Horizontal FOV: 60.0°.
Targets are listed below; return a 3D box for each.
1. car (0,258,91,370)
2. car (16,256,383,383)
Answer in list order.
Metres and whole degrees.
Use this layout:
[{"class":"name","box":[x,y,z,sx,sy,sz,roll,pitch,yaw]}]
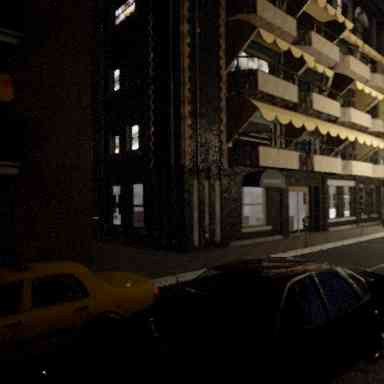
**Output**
[{"class":"car","box":[-2.669,1.657,4.571,4.829,1.417,1.752,0,-2,-42]},{"class":"car","box":[0.955,1.634,4.331,5.357,1.411,2.033,0,-2,-42]}]
